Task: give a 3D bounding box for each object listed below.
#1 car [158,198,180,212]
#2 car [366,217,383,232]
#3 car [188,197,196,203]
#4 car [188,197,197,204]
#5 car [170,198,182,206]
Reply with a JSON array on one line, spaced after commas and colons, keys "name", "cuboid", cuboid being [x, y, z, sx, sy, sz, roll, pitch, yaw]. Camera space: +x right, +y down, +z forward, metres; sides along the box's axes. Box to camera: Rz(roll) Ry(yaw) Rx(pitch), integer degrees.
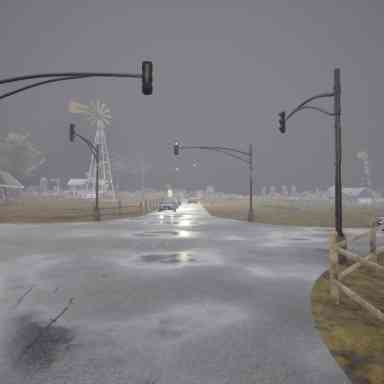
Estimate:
[{"name": "car", "cuboid": [-2.862, 1.661, 39.779, 1.994, 1.385, 4.181, 0, 0, 0]}, {"name": "car", "cuboid": [13.675, 1.817, 20.365, 5.357, 1.411, 2.033, 1, -2, -1]}, {"name": "car", "cuboid": [-0.010, 1.860, 79.122, 1.812, 1.442, 4.674, 0, 0, 0]}, {"name": "car", "cuboid": [0.084, 1.788, 69.110, 1.812, 1.442, 4.674, 0, 0, 0]}, {"name": "car", "cuboid": [-2.843, 1.795, 58.502, 1.895, 1.301, 4.718, 0, 0, 0]}]
